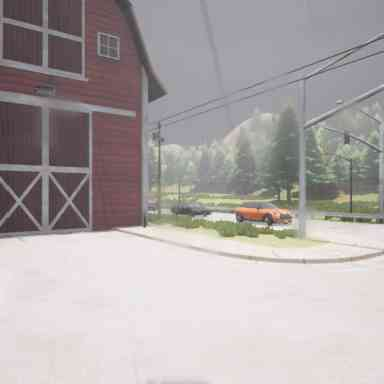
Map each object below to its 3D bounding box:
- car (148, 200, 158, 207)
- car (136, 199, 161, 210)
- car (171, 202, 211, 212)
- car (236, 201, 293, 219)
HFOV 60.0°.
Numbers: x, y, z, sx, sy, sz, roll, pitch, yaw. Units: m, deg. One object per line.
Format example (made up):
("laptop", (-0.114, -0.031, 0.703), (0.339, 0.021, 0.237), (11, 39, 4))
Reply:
("car", (-6.070, 1.848, 42.519), (1.994, 1.385, 4.181), (0, 0, -34))
("car", (-6.558, 1.850, 49.597), (1.812, 1.442, 4.674), (0, 0, -34))
("car", (-0.212, 1.776, 33.928), (2.033, 1.411, 5.357), (0, 0, -34))
("car", (5.473, 1.526, 25.612), (2.097, 1.767, 4.553), (0, 0, -34))
